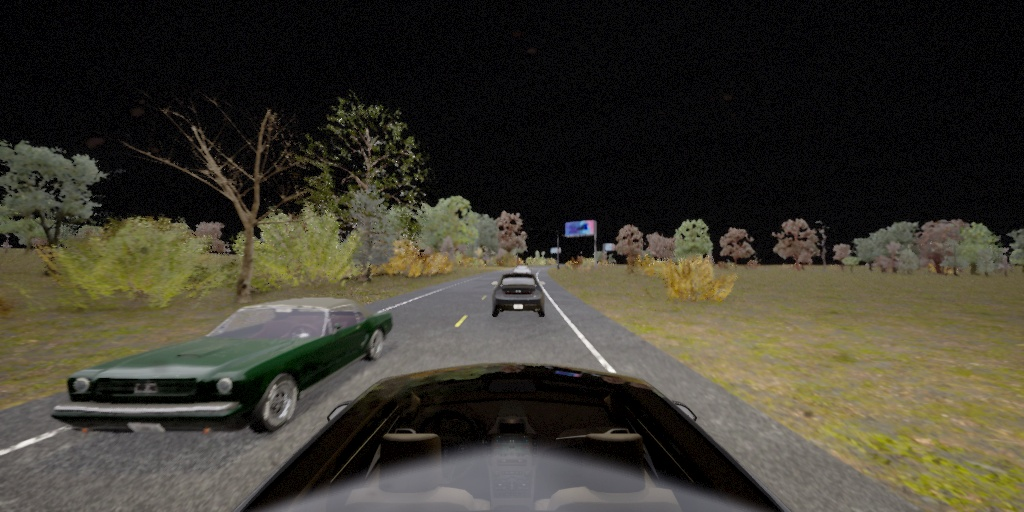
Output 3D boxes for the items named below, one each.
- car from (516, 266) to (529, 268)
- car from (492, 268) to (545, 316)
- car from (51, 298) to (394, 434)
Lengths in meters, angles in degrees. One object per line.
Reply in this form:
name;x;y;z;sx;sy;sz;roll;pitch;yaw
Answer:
car;1.037;1.743;36.079;1.812;1.442;4.674;0;-1;3
car;0.257;1.423;14.205;1.837;1.490;4.892;0;0;1
car;-3.567;1.402;5.717;1.895;1.301;4.718;0;-1;0
